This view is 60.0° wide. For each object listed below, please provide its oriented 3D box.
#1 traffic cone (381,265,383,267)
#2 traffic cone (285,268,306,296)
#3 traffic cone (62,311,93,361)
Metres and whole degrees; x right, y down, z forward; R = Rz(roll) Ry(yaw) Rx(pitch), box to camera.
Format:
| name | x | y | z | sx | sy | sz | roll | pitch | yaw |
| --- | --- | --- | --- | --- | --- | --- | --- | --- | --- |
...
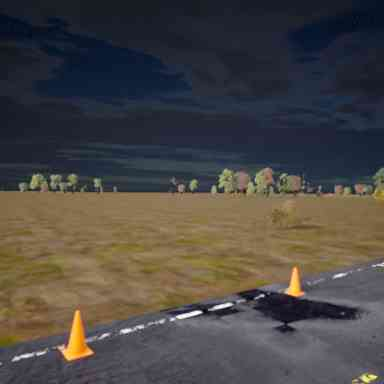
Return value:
| name | x | y | z | sx | sy | sz | roll | pitch | yaw |
| --- | --- | --- | --- | --- | --- | --- | --- | --- | --- |
| traffic cone | 6.301 | 2.092 | 10.649 | 0.340 | 0.580 | 0.340 | 1 | -1 | -38 |
| traffic cone | 2.372 | 2.032 | 7.633 | 0.340 | 0.580 | 0.340 | 1 | -1 | -37 |
| traffic cone | -1.608 | 1.972 | 4.686 | 0.340 | 0.580 | 0.340 | 1 | -1 | -36 |
